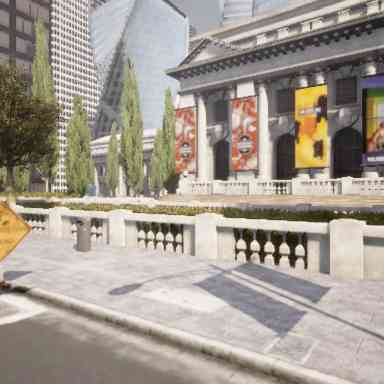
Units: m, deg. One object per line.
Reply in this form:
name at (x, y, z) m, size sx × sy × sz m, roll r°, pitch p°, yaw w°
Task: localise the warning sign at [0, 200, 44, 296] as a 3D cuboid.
warning sign at (-4.055, 1.112, 7.075) m, size 1.060 × 1.860 × 1.300 m, roll 0°, pitch 0°, yaw 35°
